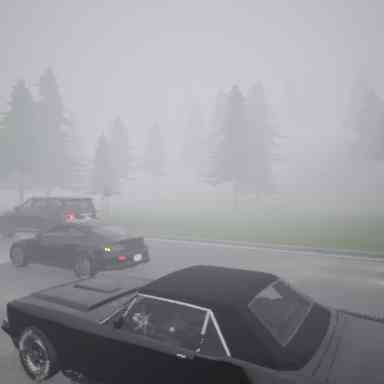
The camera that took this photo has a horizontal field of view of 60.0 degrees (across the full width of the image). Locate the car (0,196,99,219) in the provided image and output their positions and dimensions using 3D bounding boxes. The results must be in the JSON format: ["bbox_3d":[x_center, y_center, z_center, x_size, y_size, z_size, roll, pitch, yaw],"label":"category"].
[{"bbox_3d":[-6.934,1.223,16.018,5.566,2.045,2.150,0,0,31],"label":"car"}]

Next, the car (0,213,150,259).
[{"bbox_3d":[-3.350,1.526,9.762,4.674,1.442,1.812,0,0,32],"label":"car"}]

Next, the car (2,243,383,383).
[{"bbox_3d":[-0.086,1.601,3.928,4.718,1.301,1.895,0,0,30],"label":"car"}]
